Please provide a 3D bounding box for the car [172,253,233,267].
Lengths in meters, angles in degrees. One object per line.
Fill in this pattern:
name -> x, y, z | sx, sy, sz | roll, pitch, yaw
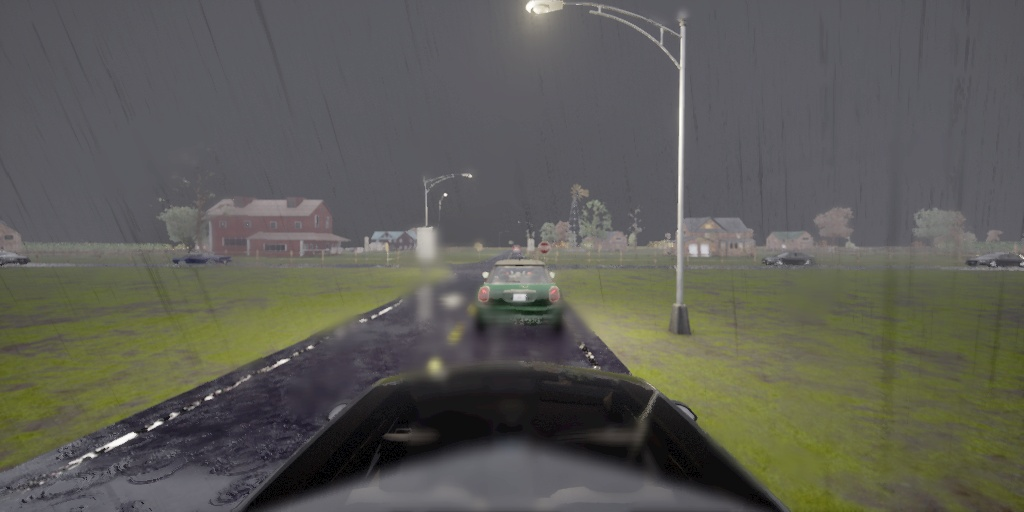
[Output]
car -> -30.254, 0.352, 35.216 | 4.718, 1.301, 1.895 | 0, 2, 1

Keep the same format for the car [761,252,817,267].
car -> 28.453, 0.339, 36.928 | 4.892, 1.490, 1.837 | 0, 2, 1

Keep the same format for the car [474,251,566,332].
car -> 0.205, 0.868, 10.053 | 2.097, 1.767, 4.553 | 0, 2, 1

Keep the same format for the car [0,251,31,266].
car -> -51.215, 0.223, 35.749 | 4.892, 1.490, 1.837 | 0, 2, 1

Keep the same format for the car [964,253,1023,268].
car -> 49.197, 0.442, 36.405 | 4.892, 1.490, 1.837 | 1, 2, 1
